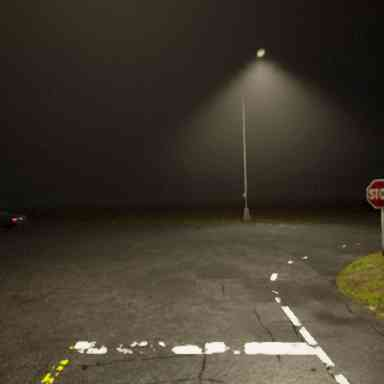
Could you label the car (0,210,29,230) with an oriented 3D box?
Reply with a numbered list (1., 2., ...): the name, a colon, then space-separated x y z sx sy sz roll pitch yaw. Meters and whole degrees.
1. car: -13.699 1.851 21.815 5.357 1.411 2.033 -1 -2 1
